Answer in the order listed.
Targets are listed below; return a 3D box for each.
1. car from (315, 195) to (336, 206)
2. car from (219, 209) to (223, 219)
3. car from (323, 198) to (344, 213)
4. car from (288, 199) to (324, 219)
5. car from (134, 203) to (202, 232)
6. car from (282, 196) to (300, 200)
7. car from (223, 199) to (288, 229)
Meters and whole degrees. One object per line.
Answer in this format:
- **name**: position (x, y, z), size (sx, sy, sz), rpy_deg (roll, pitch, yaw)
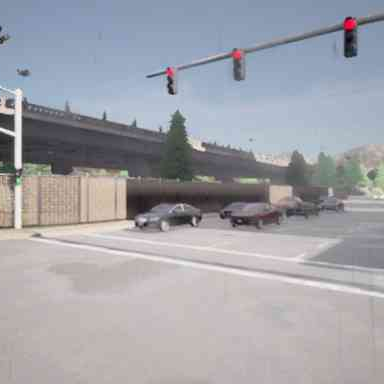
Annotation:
- **car**: position (19.568, 1.220, 48.631), size (1.994, 1.385, 4.181), rpy_deg (0, 0, 36)
- **car**: position (3.880, 1.495, 26.910), size (1.994, 1.385, 4.181), rpy_deg (0, 0, 35)
- **car**: position (15.755, 1.463, 37.436), size (1.837, 1.490, 4.892), rpy_deg (0, 0, 36)
- **car**: position (9.647, 1.551, 28.935), size (1.895, 1.301, 4.718), rpy_deg (0, 0, 36)
- **car**: position (-1.302, 1.416, 19.660), size (2.128, 1.511, 4.902), rpy_deg (0, 0, 36)
- **car**: position (10.579, 1.291, 36.234), size (2.097, 1.767, 4.553), rpy_deg (0, 0, 36)
- **car**: position (4.210, 1.421, 21.345), size (1.882, 1.535, 5.008), rpy_deg (0, 0, 36)
